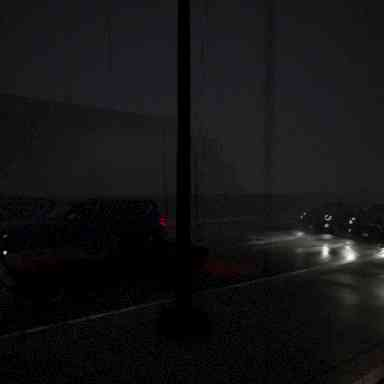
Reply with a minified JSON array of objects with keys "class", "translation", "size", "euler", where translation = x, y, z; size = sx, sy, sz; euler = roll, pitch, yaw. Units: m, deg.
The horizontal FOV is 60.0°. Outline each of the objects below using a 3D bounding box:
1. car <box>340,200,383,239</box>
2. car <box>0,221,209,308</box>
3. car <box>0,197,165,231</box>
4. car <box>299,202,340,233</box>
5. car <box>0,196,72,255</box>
[{"class":"car","translation":[9.680,1.368,16.343],"size":[4.553,1.767,2.097],"euler":[0,0,-35]},{"class":"car","translation":[-1.963,1.604,8.070],"size":[4.718,1.301,1.895],"euler":[0,0,-35]},{"class":"car","translation":[-3.521,1.226,11.253],"size":[5.566,2.045,2.150],"euler":[0,0,-35]},{"class":"car","translation":[8.457,1.368,19.760],"size":[4.553,1.767,2.097],"euler":[0,0,-35]},{"class":"car","translation":[-7.717,1.218,12.580],"size":[5.566,2.045,2.150],"euler":[-1,0,-35]}]
